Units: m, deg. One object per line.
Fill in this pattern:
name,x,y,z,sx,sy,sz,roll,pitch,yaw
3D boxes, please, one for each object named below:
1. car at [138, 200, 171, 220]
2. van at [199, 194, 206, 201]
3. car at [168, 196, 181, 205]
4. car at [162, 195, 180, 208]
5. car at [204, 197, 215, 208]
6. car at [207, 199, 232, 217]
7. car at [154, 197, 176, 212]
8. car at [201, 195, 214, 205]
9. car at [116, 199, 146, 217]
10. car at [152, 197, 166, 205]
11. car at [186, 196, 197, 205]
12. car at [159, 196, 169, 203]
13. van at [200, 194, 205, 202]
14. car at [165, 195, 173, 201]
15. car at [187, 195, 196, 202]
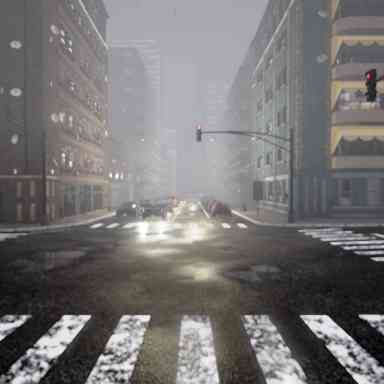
car,-3.115,1.584,28.494,1.895,1.301,4.718,0,0,-1
van,2.587,1.324,85.805,1.690,1.788,3.998,-1,0,0
car,-3.064,1.527,58.170,2.033,1.411,5.357,0,0,0
car,-3.108,1.332,47.634,2.097,1.767,4.553,0,0,0
car,2.644,1.547,36.094,1.947,1.339,4.313,0,0,0
car,2.650,1.565,30.571,1.802,1.307,4.206,0,0,0
car,-3.137,1.545,37.584,1.994,1.385,4.181,0,0,0
car,2.632,1.524,47.141,1.887,1.381,4.507,0,0,0
car,-5.731,1.549,30.573,1.947,1.339,4.313,0,0,0
car,-5.762,1.524,58.191,1.887,1.381,4.507,0,0,0
car,-0.067,1.505,60.023,1.812,1.442,4.674,0,0,0
car,-5.773,1.562,69.238,1.802,1.307,4.206,0,0,0
van,2.624,1.320,52.664,1.690,1.788,3.998,0,0,0
car,-5.792,1.509,85.639,1.752,1.417,4.829,0,0,0
car,-0.077,1.407,70.059,1.895,1.301,4.718,0,0,0
